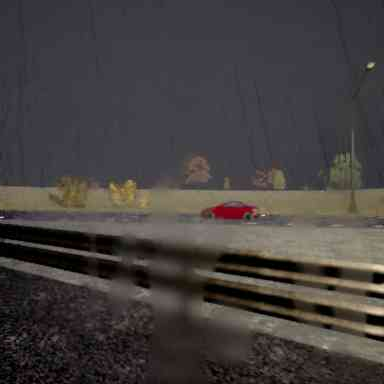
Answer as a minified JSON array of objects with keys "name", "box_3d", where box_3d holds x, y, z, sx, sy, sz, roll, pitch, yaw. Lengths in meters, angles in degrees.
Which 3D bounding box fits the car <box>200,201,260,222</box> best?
[{"name":"car","box_3d":[2.702,1.345,23.702,4.181,1.385,1.994,0,0,17]}]
